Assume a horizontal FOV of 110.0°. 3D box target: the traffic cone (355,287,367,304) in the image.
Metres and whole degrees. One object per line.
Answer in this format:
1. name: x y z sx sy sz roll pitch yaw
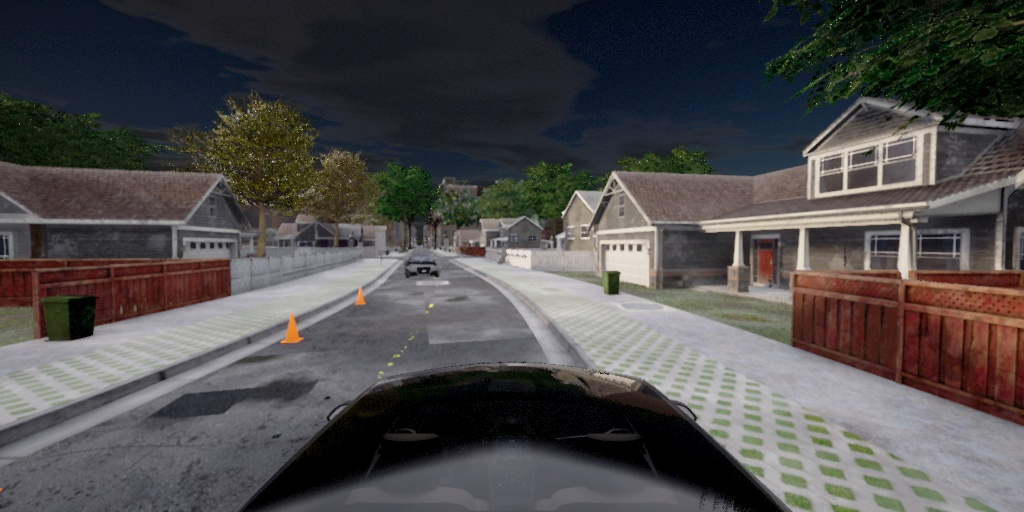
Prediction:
1. traffic cone: -5.266 1.365 12.474 0.340 0.580 0.340 0 0 -9

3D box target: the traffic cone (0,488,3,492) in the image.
1. traffic cone: -4.417 1.675 2.828 0.340 0.580 0.340 0 0 -1

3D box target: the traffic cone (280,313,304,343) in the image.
1. traffic cone: -4.692 1.520 7.665 0.340 0.580 0.340 0 0 -5

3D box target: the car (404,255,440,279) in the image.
1. car: -5.780 0.638 22.791 1.994 1.385 4.181 -1 2 -19
